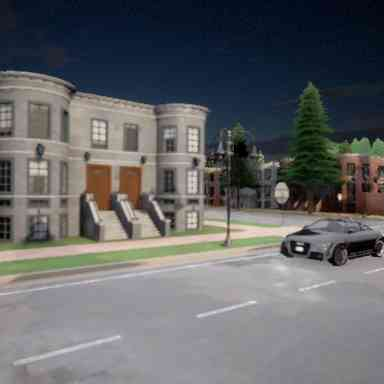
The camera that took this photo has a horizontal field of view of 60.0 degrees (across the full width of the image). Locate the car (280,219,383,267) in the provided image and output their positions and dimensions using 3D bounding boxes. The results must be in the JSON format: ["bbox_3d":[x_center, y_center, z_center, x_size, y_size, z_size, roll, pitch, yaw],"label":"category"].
[{"bbox_3d":[5.105,1.676,11.936,4.181,1.385,1.994,1,0,-36],"label":"car"}]
